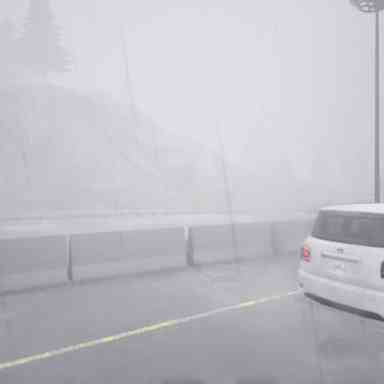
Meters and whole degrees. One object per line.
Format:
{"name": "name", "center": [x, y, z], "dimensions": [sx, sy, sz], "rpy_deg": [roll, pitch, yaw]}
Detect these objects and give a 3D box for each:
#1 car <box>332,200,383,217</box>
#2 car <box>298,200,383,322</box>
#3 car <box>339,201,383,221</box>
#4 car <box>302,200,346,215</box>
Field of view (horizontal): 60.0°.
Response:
{"name": "car", "center": [16.278, 1.541, 32.653], "dimensions": [4.892, 1.490, 1.837], "rpy_deg": [0, 0, -23]}
{"name": "car", "center": [4.523, 1.231, 6.564], "dimensions": [5.566, 2.045, 2.150], "rpy_deg": [0, 0, -33]}
{"name": "car", "center": [15.024, 1.537, 28.275], "dimensions": [4.892, 1.490, 1.837], "rpy_deg": [0, 0, -24]}
{"name": "car", "center": [14.131, 1.601, 35.517], "dimensions": [4.181, 1.385, 1.994], "rpy_deg": [0, 0, -24]}
